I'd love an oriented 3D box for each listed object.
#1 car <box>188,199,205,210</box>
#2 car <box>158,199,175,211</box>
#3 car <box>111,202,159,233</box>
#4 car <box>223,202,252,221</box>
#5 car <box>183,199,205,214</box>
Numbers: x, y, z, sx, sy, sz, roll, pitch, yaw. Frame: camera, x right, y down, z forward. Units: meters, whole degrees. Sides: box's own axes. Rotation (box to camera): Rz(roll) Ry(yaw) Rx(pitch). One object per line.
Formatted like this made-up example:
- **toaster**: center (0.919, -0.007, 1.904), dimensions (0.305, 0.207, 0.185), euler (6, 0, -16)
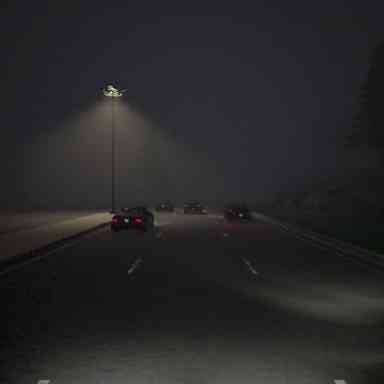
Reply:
- **car**: center (0.650, 1.601, 44.539), dimensions (1.895, 1.301, 4.718), euler (0, 0, 6)
- **car**: center (-3.200, 1.564, 39.825), dimensions (1.994, 1.385, 4.181), euler (0, 0, 2)
- **car**: center (-3.394, 1.547, 19.788), dimensions (2.033, 1.411, 5.357), euler (0, 0, 0)
- **car**: center (3.607, 1.526, 26.785), dimensions (1.812, 1.442, 4.674), euler (0, 0, 0)
- **car**: center (0.149, 1.526, 35.383), dimensions (1.812, 1.442, 4.674), euler (0, 0, 1)
